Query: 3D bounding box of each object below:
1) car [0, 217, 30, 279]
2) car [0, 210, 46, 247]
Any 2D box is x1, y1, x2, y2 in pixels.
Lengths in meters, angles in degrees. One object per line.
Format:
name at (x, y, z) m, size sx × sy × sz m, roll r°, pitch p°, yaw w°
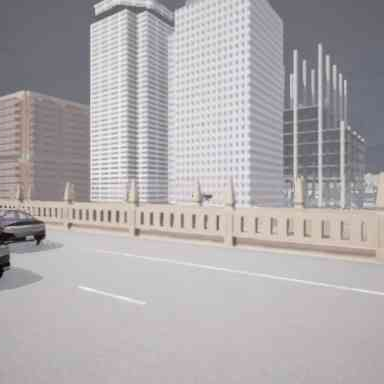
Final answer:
car at (-6.595, 1.490, 8.531) m, size 4.902 × 1.511 × 2.128 m, roll 0°, pitch 0°, yaw 34°
car at (-8.046, 1.489, 13.756) m, size 4.902 × 1.511 × 2.128 m, roll 0°, pitch 0°, yaw 34°
